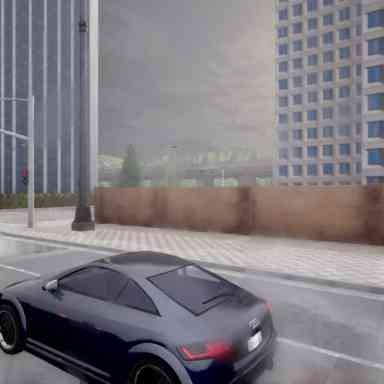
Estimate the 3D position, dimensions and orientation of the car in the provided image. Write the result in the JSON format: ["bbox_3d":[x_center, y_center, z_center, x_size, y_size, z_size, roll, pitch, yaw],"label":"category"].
[{"bbox_3d":[-0.977,1.564,4.700,4.181,1.385,1.994,0,0,35],"label":"car"}]
